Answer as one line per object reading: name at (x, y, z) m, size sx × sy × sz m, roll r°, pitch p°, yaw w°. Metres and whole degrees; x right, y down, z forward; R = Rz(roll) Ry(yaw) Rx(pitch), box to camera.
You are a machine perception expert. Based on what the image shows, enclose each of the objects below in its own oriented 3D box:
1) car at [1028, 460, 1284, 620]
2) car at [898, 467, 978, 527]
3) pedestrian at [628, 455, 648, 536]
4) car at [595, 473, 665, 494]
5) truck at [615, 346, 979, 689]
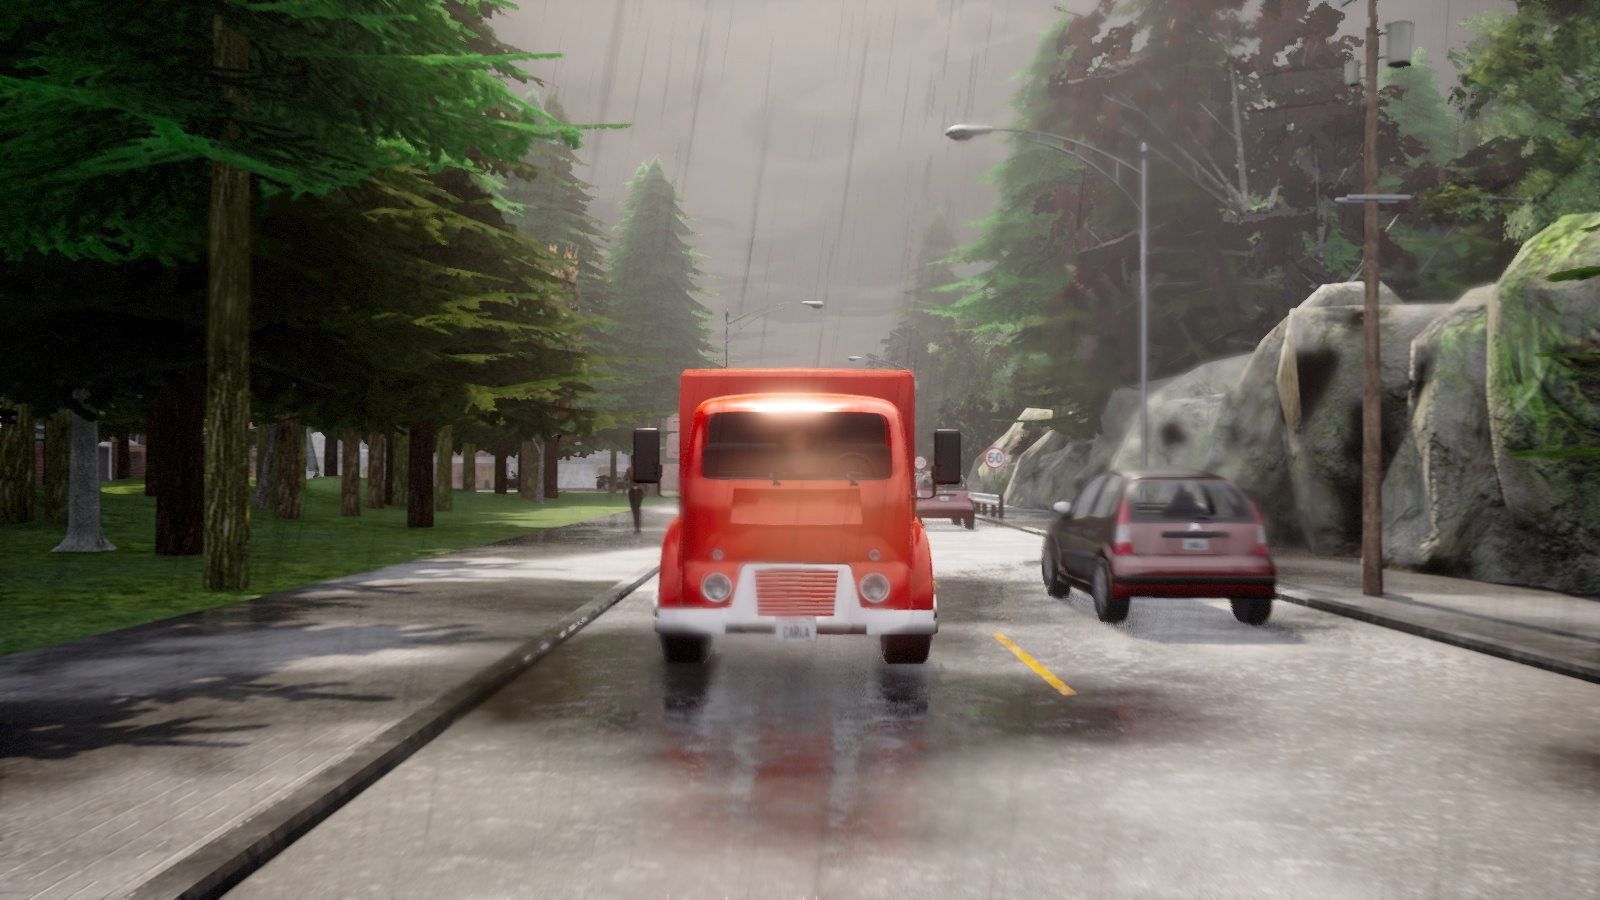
car at (3.965, 0.943, 14.707) m, size 1.851 × 1.617 × 3.988 m, roll 0°, pitch -1°, yaw 0°
car at (3.912, 1.302, 36.125) m, size 1.851 × 1.617 × 3.988 m, roll 0°, pitch -1°, yaw 0°
pedestrian at (-3.678, 1.016, 28.510) m, size 0.328 × 1.805 × 0.869 m, roll 0°, pitch -1°, yaw 1°
car at (-12.228, 2.380, 90.601) m, size 4.792 × 1.488 × 2.163 m, roll 0°, pitch -1°, yaw 0°
truck at (-0.029, 0.521, 11.696) m, size 2.627 × 2.467 × 5.204 m, roll 0°, pitch -1°, yaw 0°
